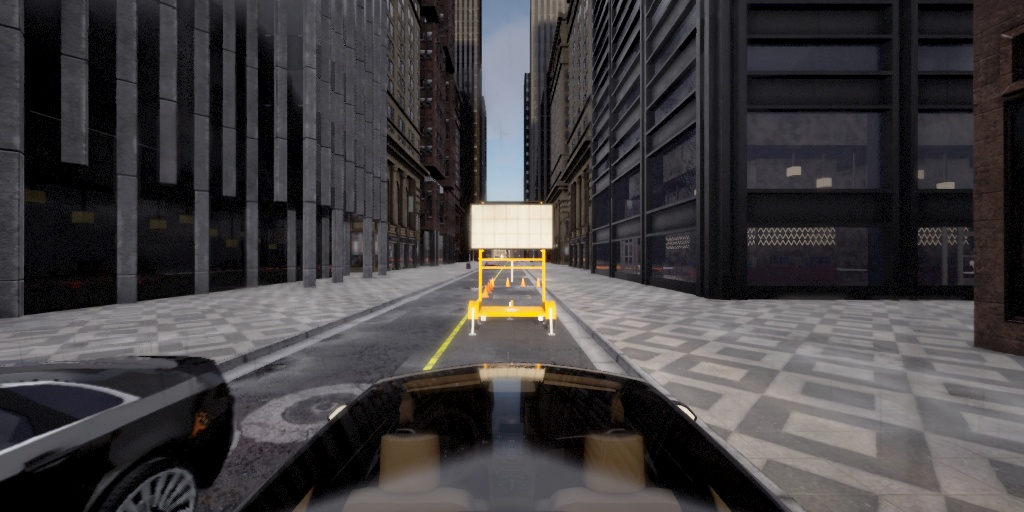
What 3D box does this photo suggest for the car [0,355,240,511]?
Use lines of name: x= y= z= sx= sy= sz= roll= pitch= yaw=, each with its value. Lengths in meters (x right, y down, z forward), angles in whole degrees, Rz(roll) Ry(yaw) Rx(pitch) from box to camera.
car: x=-3.096 y=1.241 z=0.795 sx=2.128 sy=1.511 sz=4.902 roll=0 pitch=0 yaw=0

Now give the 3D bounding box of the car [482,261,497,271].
car: x=-3.008 y=1.365 z=49.515 sx=1.895 sy=1.301 sz=4.718 roll=0 pitch=0 yaw=0

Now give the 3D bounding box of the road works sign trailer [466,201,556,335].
road works sign trailer: x=0.002 y=0.215 z=10.470 sx=2.380 sy=3.560 sz=2.880 roll=0 pitch=0 yaw=0
